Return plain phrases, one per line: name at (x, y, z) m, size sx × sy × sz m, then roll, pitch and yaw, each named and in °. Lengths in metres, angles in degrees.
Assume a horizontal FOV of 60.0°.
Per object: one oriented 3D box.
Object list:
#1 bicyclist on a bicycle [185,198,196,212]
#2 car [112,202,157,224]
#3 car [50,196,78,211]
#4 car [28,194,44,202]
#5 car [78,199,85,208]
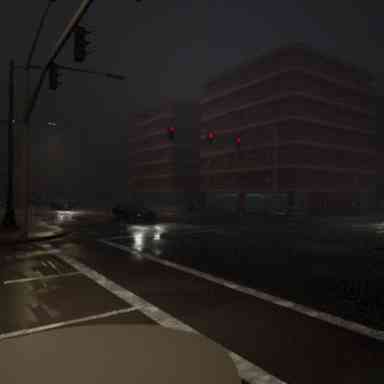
bicyclist on a bicycle at (-0.205, 1.500, 38.850) m, size 1.656 × 1.620 × 0.582 m, roll 0°, pitch 0°, yaw -36°
car at (-4.597, 1.579, 26.302) m, size 1.882 × 1.535 × 5.008 m, roll 1°, pitch 0°, yaw -36°
car at (-16.922, 1.590, 43.012) m, size 2.128 × 1.511 × 4.902 m, roll 1°, pitch 0°, yaw -36°
car at (-26.317, 1.107, 55.906) m, size 2.097 × 1.767 × 4.553 m, roll 1°, pitch 0°, yaw -36°
car at (-17.780, 1.731, 50.225) m, size 1.895 × 1.301 × 4.718 m, roll 1°, pitch 0°, yaw -36°
